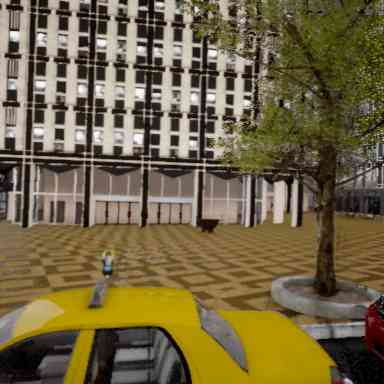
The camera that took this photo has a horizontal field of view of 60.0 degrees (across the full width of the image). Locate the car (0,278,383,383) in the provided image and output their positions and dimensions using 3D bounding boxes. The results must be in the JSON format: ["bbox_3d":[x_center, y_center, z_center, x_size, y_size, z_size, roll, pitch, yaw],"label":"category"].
[{"bbox_3d":[-1.108,1.517,2.969,4.829,1.417,1.752,1,1,-8],"label":"car"}]

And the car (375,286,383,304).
[{"bbox_3d":[4.680,1.390,3.738,5.009,1.841,2.192,1,1,-7],"label":"car"}]
